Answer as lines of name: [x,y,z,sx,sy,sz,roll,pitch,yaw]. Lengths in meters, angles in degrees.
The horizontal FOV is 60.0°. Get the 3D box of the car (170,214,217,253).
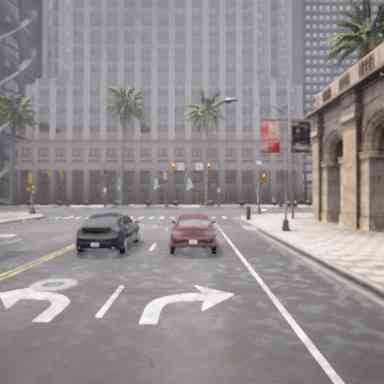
car: [0.058,1.660,14.328,1.812,1.442,4.674,0,0,0]

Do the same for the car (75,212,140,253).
car: [-3.443,1.641,14.263,1.837,1.490,4.892,0,0,0]
